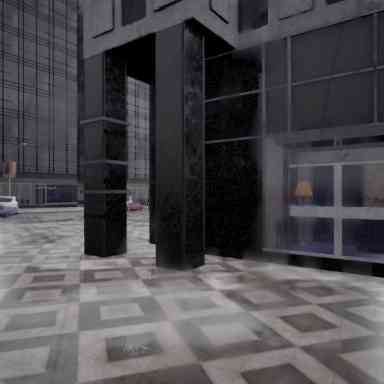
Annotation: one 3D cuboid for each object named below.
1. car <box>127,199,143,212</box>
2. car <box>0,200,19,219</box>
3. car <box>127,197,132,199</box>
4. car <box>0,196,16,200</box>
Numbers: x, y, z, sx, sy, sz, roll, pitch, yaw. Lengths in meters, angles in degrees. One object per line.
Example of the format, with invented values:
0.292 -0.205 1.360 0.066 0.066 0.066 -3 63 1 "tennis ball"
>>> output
-8.438 1.987 43.419 1.994 1.385 4.181 0 -1 36 "car"
-18.418 1.740 29.611 2.033 1.411 5.357 0 -1 36 "car"
-10.567 1.665 46.026 2.150 2.045 5.566 0 -1 36 "car"
-20.094 1.448 32.834 2.150 2.045 5.566 0 -1 36 "car"
